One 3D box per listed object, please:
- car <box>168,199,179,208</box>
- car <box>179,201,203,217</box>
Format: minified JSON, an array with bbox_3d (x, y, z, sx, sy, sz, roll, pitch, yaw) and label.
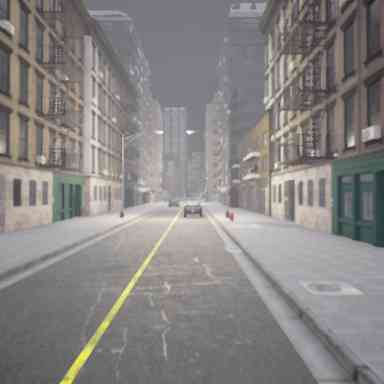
[{"bbox_3d":[-3.003,1.922,56.570,2.033,1.411,5.357,0,0,0],"label":"car"},{"bbox_3d":[0.101,1.700,34.254,2.128,1.511,4.902,0,0,0],"label":"car"}]
